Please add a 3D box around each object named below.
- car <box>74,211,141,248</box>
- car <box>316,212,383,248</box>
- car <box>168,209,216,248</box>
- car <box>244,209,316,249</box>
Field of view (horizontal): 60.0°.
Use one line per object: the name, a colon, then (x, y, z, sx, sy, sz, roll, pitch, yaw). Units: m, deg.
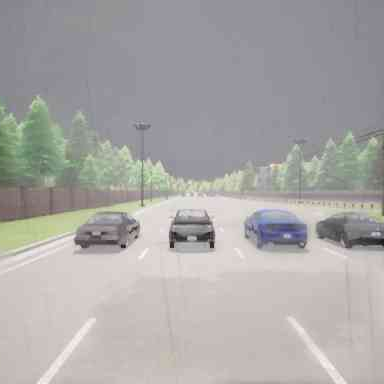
car: (-3.500, 1.560, 14.650, 2.033, 1.411, 5.357, 0, 0, 0)
car: (7.000, 1.570, 14.650, 1.994, 1.385, 4.181, 0, 0, 0)
car: (0.000, 1.492, 14.650, 2.128, 1.511, 4.902, 0, 0, 0)
car: (3.500, 1.482, 14.650, 1.882, 1.535, 5.008, 0, 0, 0)
